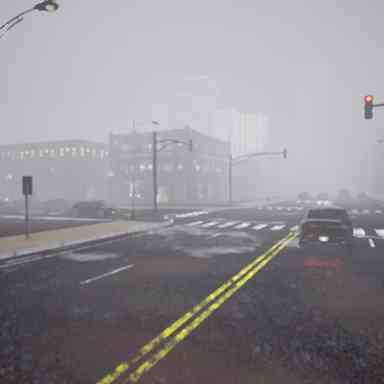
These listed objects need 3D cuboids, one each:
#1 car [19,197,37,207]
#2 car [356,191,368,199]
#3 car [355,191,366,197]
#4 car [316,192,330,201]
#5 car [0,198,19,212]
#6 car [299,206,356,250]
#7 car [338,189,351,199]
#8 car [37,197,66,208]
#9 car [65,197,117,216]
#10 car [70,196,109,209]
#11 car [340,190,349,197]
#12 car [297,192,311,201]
[{"bbox_3d":[-22.742,1.371,45.941,4.206,1.307,1.802,0,2,25],"label":"car"},{"bbox_3d":[33.838,0.709,66.064,1.994,1.385,4.181,0,1,25],"label":"car"},{"bbox_3d":[38.102,0.420,75.110,2.033,1.411,5.357,0,1,25],"label":"car"},{"bbox_3d":[23.267,0.744,58.946,2.128,1.511,4.902,0,1,26],"label":"car"},{"bbox_3d":[-21.320,1.377,35.996,4.097,1.590,1.967,0,2,25],"label":"car"},{"bbox_3d":[5.568,1.333,13.604,1.837,1.490,4.892,0,1,26],"label":"car"},{"bbox_3d":[30.733,0.366,67.095,2.150,2.045,5.566,0,1,25],"label":"car"},{"bbox_3d":[-17.739,1.341,43.575,4.206,1.307,1.802,0,2,25],"label":"car"},{"bbox_3d":[-8.824,1.429,29.958,4.313,1.339,1.947,0,2,25],"label":"car"},{"bbox_3d":[-12.735,1.280,41.208,4.403,1.369,2.008,0,2,25],"label":"car"},{"bbox_3d":[35.161,0.361,76.494,1.837,1.490,4.892,0,1,25],"label":"car"},{"bbox_3d":[20.293,0.711,60.258,1.882,1.535,5.008,0,1,26],"label":"car"}]
